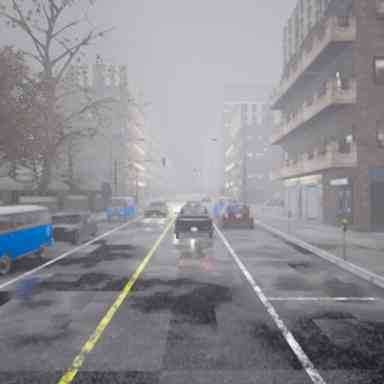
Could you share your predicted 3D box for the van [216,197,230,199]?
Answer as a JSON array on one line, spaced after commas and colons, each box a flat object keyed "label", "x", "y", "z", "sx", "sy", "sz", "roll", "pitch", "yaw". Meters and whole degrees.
[{"label": "van", "x": 2.672, "y": 1.308, "z": 26.554, "sx": 1.690, "sy": 1.788, "sz": 3.998, "roll": 1, "pitch": 0, "yaw": 0}]

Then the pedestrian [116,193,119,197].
[{"label": "pedestrian", "x": -12.541, "y": 1.139, "z": 55.942, "sx": 0.375, "sy": 1.860, "sz": 0.375, "roll": 0, "pitch": -1, "yaw": 1}]

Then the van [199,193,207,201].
[{"label": "van", "x": 2.705, "y": 1.243, "z": 81.428, "sx": 1.690, "sy": 1.788, "sz": 3.998, "roll": 1, "pitch": 0, "yaw": 0}]

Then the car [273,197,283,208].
[{"label": "car", "x": 13.536, "y": 1.520, "z": 44.304, "sx": 4.313, "sy": 1.339, "sz": 1.947, "roll": 0, "pitch": -1, "yaw": 1}]

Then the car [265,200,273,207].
[{"label": "car", "x": 13.640, "y": 1.532, "z": 52.686, "sx": 4.097, "sy": 1.590, "sz": 1.967, "roll": 0, "pitch": -1, "yaw": 1}]

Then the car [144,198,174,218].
[{"label": "car", "x": -3.071, "y": 1.510, "z": 29.909, "sx": 2.033, "sy": 1.411, "sz": 5.357, "roll": 0, "pitch": 0, "yaw": 0}]

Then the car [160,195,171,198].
[{"label": "car", "x": -5.678, "y": 1.447, "z": 64.330, "sx": 1.752, "sy": 1.417, "sz": 4.829, "roll": 1, "pitch": 0, "yaw": 0}]

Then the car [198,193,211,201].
[{"label": "car", "x": 2.701, "y": 1.487, "z": 64.501, "sx": 1.947, "sy": 1.339, "sz": 4.313, "roll": 1, "pitch": 0, "yaw": 0}]

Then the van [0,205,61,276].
[{"label": "van", "x": -5.683, "y": 1.329, "z": 9.984, "sx": 1.690, "sy": 1.788, "sz": 3.998, "roll": 1, "pitch": 0, "yaw": 0}]

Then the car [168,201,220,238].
[{"label": "car", "x": 0.099, "y": 1.469, "z": 17.447, "sx": 2.128, "sy": 1.511, "sz": 4.902, "roll": 0, "pitch": 0, "yaw": 0}]

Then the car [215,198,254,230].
[{"label": "car", "x": 2.673, "y": 1.414, "z": 21.031, "sx": 1.967, "sy": 1.590, "sz": 4.097, "roll": 1, "pitch": 0, "yaw": 0}]

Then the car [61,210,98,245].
[{"label": "car", "x": -5.662, "y": 1.547, "z": 15.508, "sx": 1.947, "sy": 1.339, "sz": 4.313, "roll": 1, "pitch": 0, "yaw": 0}]

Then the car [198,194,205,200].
[{"label": "car", "x": 2.702, "y": 1.416, "z": 92.884, "sx": 1.752, "sy": 1.417, "sz": 4.829, "roll": 1, "pitch": 0, "yaw": 0}]

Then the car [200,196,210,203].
[{"label": "car", "x": 2.701, "y": 1.465, "z": 70.143, "sx": 2.008, "sy": 1.369, "sz": 4.403, "roll": 1, "pitch": 0, "yaw": 0}]

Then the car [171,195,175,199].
[{"label": "car", "x": -5.677, "y": 1.349, "z": 75.786, "sx": 1.967, "sy": 1.590, "sz": 4.097, "roll": 1, "pitch": 0, "yaw": 0}]

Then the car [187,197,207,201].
[{"label": "car", "x": 0.099, "y": 1.506, "z": 33.165, "sx": 2.033, "sy": 1.411, "sz": 5.357, "roll": 0, "pitch": 0, "yaw": 0}]

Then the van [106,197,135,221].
[{"label": "van", "x": -5.641, "y": 1.308, "z": 26.556, "sx": 1.690, "sy": 1.788, "sz": 3.998, "roll": 1, "pitch": 0, "yaw": 0}]
